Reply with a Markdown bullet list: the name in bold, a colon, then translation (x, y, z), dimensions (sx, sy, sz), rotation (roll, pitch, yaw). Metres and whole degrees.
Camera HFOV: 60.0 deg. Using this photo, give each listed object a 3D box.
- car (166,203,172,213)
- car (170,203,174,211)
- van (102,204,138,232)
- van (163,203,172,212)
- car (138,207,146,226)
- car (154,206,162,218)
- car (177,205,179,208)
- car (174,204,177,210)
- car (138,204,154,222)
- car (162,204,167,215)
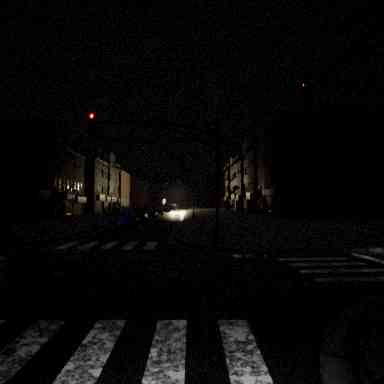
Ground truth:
- **car**: translation (-5.495, 3.344, 64.438), dimensions (1.887, 1.381, 4.507), rotation (1, -2, 0)
- **car**: translation (-5.506, 3.419, 69.728), dimensions (1.967, 1.590, 4.097), rotation (1, -2, 0)
- **van**: translation (-5.390, 1.905, 24.415), dimensions (1.690, 1.788, 3.998), rotation (2, -2, 0)
- **van**: translation (-5.517, 3.501, 75.019), dimensions (1.690, 1.788, 3.998), rotation (1, -2, 0)
- **car**: translation (-5.404, 2.211, 27.728), dimensions (2.008, 1.369, 4.403), rotation (2, -2, 0)
- **car**: translation (-5.442, 2.666, 43.287), dimensions (1.887, 1.381, 4.507), rotation (2, -2, 0)
- **car**: translation (-5.556, 4.041, 90.880), dimensions (2.192, 1.841, 5.009), rotation (1, -2, 0)
- **car**: translation (-5.548, 4.086, 85.586), dimensions (2.008, 1.369, 4.403), rotation (1, -2, 0)
- **car**: translation (-5.409, 2.120, 32.718), dimensions (2.192, 1.841, 5.009), rotation (2, -2, 0)
- **car**: translation (-5.470, 3.035, 53.862), dimensions (1.802, 1.307, 4.206), rotation (2, -2, 0)
